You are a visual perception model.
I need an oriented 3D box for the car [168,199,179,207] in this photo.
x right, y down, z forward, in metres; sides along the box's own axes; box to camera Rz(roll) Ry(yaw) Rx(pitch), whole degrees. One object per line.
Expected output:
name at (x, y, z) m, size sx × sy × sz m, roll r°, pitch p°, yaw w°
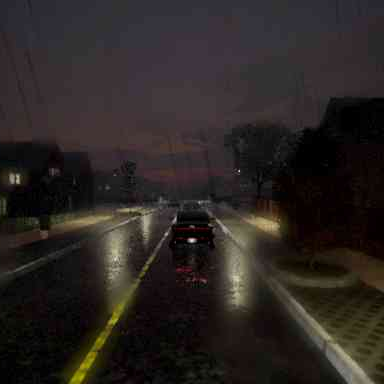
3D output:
car at (-2.749, 1.791, 53.107) m, size 2.033 × 1.411 × 5.357 m, roll 0°, pitch 0°, yaw 0°

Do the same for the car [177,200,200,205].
car at (0.000, 1.622, 29.660) m, size 2.033 × 1.411 × 5.357 m, roll 0°, pitch 0°, yaw 0°

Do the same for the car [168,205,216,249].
car at (0.000, 1.532, 14.656) m, size 1.837 × 1.490 × 4.892 m, roll 0°, pitch 0°, yaw 0°
